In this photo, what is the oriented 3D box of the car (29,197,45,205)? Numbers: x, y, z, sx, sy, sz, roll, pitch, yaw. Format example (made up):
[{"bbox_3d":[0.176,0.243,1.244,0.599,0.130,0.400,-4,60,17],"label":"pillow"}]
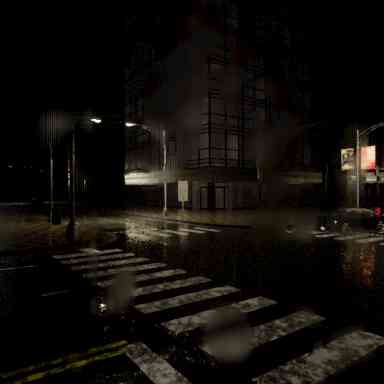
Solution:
[{"bbox_3d":[-28.699,1.691,61.445,2.033,1.411,5.357,0,0,-36],"label":"car"}]

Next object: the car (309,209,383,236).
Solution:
[{"bbox_3d":[8.812,1.604,18.516,4.718,1.301,1.895,0,0,-29],"label":"car"}]
